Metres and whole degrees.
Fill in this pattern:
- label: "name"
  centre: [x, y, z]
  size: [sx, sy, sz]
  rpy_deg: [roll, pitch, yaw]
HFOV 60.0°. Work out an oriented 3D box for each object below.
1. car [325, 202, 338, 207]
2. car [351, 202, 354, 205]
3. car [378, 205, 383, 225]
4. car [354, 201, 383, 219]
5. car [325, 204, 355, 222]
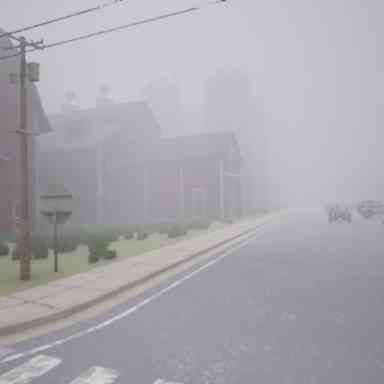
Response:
- label: "car"
  centre: [21.689, 2.275, 51.396]
  size: [2.097, 1.767, 4.553]
  rpy_deg: [-2, -2, 21]
- label: "car"
  centre: [28.460, 2.393, 57.432]
  size: [4.611, 1.667, 2.242]
  rpy_deg: [-2, -2, 22]
- label: "car"
  centre: [15.125, 1.754, 22.182]
  size: [4.193, 1.474, 1.816]
  rpy_deg: [-2, -2, 22]
- label: "car"
  centre: [19.551, 1.812, 34.931]
  size: [3.866, 1.878, 1.905]
  rpy_deg: [-2, -2, 22]
- label: "car"
  centre: [14.209, 2.164, 32.132]
  size: [1.895, 1.301, 4.718]
  rpy_deg: [-2, -2, 21]
